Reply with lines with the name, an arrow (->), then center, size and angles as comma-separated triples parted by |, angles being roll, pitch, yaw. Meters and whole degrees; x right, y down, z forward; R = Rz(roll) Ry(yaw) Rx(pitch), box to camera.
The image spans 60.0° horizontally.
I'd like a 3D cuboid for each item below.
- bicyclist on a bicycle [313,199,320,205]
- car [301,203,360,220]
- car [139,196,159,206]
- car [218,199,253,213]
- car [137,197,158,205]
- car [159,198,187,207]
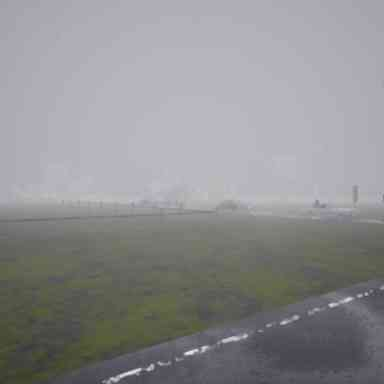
bicyclist on a bicycle -> 14.049, 1.560, 37.227 | 1.656, 1.620, 0.582 | 0, 0, -35
car -> 12.206, 1.685, 29.443 | 1.895, 1.301, 4.718 | 0, 0, -35
car -> -7.093, 1.534, 57.148 | 2.097, 1.767, 4.553 | 0, 0, -35
car -> 5.099, 1.607, 39.593 | 2.128, 1.511, 4.902 | 0, 0, -35
car -> -8.604, 1.703, 64.111 | 2.128, 1.511, 4.902 | 0, 0, -35
car -> -2.886, 1.723, 56.044 | 2.033, 1.411, 5.357 | 0, 0, -34
